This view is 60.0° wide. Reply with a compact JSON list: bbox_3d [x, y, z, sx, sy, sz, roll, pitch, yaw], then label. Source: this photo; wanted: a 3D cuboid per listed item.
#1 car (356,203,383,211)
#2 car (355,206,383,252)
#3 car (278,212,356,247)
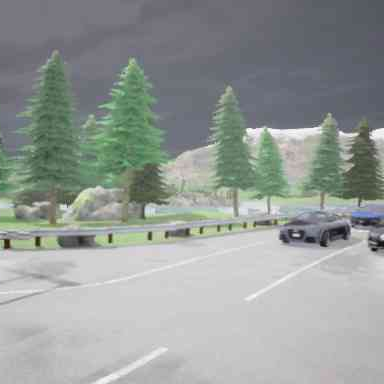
[{"bbox_3d":[11.980,1.504,21.526,5.008,1.535,1.882,0,-1,-41],"label":"car"},{"bbox_3d":[8.482,1.493,13.159,2.128,1.511,4.902,-1,-1,43],"label":"car"},{"bbox_3d":[5.683,1.608,15.293,1.994,1.385,4.181,-1,-1,43],"label":"car"}]
